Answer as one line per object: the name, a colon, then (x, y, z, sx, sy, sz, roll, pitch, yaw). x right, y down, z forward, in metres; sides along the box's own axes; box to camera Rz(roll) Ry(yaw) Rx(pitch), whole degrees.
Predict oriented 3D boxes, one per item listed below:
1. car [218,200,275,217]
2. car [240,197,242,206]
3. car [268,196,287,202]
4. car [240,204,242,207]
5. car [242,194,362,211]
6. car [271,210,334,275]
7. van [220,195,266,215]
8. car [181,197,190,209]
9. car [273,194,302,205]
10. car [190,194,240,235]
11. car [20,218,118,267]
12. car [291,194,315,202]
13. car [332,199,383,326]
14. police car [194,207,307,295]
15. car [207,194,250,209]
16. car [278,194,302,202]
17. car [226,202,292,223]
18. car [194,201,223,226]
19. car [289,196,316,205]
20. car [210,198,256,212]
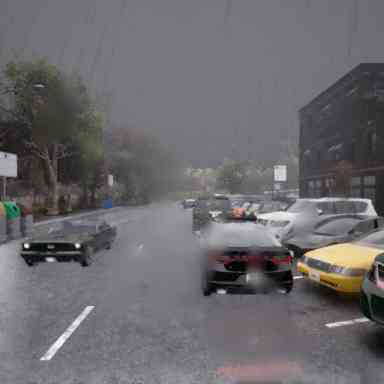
car: (5.238, 1.538, 32.122, 5.008, 1.535, 2.097, 1, 0, -20)
car: (5.248, 1.382, 20.101, 4.553, 1.767, 2.185, 1, 0, -20)
car: (20.593, 1.719, 80.285, 2.163, 1.488, 4.792, 0, -1, -22)
car: (5.261, 1.532, 17.086, 4.792, 1.488, 2.163, 1, 0, -20)
car: (5.269, 1.246, 14.087, 5.566, 2.045, 2.435, 1, 0, -20)
car: (5.269, 1.523, 11.085, 4.792, 1.488, 2.163, 1, 0, -20)
van: (5.344, 1.323, 35.168, 4.442, 1.987, 1.878, 1, 0, -20)
car: (-0.203, 1.619, 46.323, 1.812, 1.442, 4.674, 0, 0, 0)
car: (18.077, 1.384, 63.214, 2.435, 2.045, 5.566, 0, 1, -22)
car: (1.119, 1.245, 18.813, 2.150, 2.045, 5.566, 0, 0, 0)
car: (-3.998, 1.609, 11.589, 1.895, 1.301, 4.718, 0, 0, -1)
car: (26.676, 1.441, 80.434, 2.435, 2.045, 5.566, 1, -1, -22)
car: (5.299, 1.236, 5.070, 5.566, 2.045, 2.435, 1, 0, -20)
police car: (1.145, 1.431, 8.892, 1.930, 1.638, 5.238, 0, 0, 0)
car: (5.187, 1.330, 47.160, 5.566, 2.045, 2.435, 1, 0, -20)
car: (23.616, 1.440, 80.383, 2.435, 2.045, 5.566, 0, -1, -22)
car: (5.266, 1.562, 26.110, 4.674, 1.452, 2.002, 1, 0, -20)
car: (1.101, 1.512, 24.783, 1.882, 1.535, 5.008, 0, 0, 0)
car: (20.991, 1.666, 63.342, 2.163, 1.488, 4.792, 0, 1, -22)
car: (5.027, 1.558, 41.065, 5.366, 1.575, 1.946, 1, 0, -20)
